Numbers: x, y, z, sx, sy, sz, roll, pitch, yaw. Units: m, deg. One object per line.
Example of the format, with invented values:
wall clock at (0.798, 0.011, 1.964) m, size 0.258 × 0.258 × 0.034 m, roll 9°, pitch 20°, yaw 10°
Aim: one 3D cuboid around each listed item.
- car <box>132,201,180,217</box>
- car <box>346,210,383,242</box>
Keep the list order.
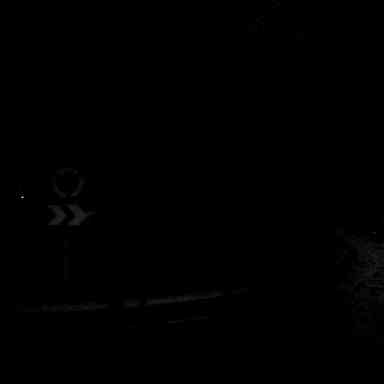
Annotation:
car at (-3.735, 1.704, 34.557) m, size 4.902 × 1.511 × 2.128 m, roll 1°, pitch -1°, yaw 8°
car at (10.779, 1.790, 19.233) m, size 2.097 × 1.767 × 4.553 m, roll 1°, pitch -1°, yaw 1°
